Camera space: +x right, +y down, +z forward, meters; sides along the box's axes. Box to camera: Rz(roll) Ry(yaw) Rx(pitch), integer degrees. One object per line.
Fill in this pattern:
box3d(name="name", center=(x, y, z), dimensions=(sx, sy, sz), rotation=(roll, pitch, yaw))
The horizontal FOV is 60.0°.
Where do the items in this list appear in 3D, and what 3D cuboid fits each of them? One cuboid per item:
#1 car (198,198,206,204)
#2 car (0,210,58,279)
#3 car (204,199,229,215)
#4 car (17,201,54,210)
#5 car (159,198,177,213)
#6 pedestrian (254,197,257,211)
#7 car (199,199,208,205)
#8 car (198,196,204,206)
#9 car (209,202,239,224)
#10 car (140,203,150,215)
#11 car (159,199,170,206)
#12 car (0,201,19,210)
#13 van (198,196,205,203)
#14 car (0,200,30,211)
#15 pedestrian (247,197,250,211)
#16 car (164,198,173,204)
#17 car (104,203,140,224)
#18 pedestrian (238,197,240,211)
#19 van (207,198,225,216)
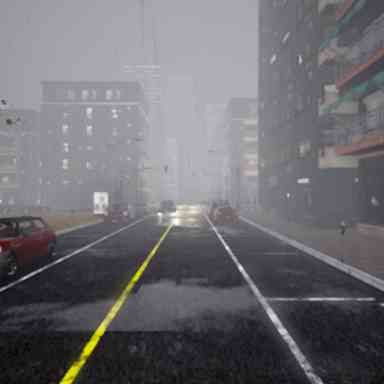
box3d(name="car", center=(2.603, 2.269, 86.669), dimensions=(1.887, 1.381, 4.507), rotation=(0, -1, 0))
box3d(name="car", center=(-5.707, 1.520, 10.063), dimensions=(1.967, 1.590, 4.097), rotation=(0, 0, 0))
box3d(name="car", center=(2.652, 1.573, 32.180), dimensions=(2.192, 1.841, 5.009), rotation=(0, 0, 0))
box3d(name="car", center=(-22.448, 2.285, 48.435), dimensions=(4.403, 1.369, 2.008), rotation=(-1, 1, 0))
box3d(name="car", center=(-3.039, 1.724, 42.393), dimensions=(2.097, 1.767, 4.553), rotation=(0, 0, 0))
box3d(name="pedestrian", center=(8.095, 1.512, 42.872), dimensions=(0.375, 1.860, 0.375), rotation=(0, 0, 0))
box3d(name="car", center=(2.613, 2.192, 75.623), dimensions=(1.947, 1.339, 4.313), rotation=(0, -1, 0))
box3d(name="car", center=(2.619, 2.160, 70.099), dimensions=(1.802, 1.307, 4.206), rotation=(0, -1, 0))
box3d(name="car", center=(2.659, 1.757, 26.651), dimensions=(1.887, 1.381, 4.507), rotation=(0, 0, 0))
box3d(name="car", center=(-5.732, 1.887, 37.699), dimensions=(1.802, 1.307, 4.206), rotation=(0, 0, 0))
box3d(name="car", center=(-5.763, 2.145, 70.103), dimensions=(1.947, 1.339, 4.313), rotation=(0, 0, 0))
box3d(name="car", center=(-28.017, 2.367, 48.388), dimensions=(4.403, 1.369, 2.008), rotation=(-1, 1, 0))
box3d(name="van", center=(2.596, 2.115, 92.194), dimensions=(1.690, 1.788, 3.998), rotation=(0, -1, 0))
box3d(name="car", center=(-30.325, 2.295, 57.007), dimensions=(4.097, 1.590, 1.967), rotation=(-1, 1, 0))
box3d(name="pedestrian", center=(7.096, 1.490, 42.271), dimensions=(0.375, 1.860, 0.375), rotation=(0, 0, 0))
box3d(name="car", center=(-5.773, 2.243, 81.150), dimensions=(1.947, 1.339, 4.313), rotation=(0, -1, 0))
box3d(name="car", center=(-5.723, 1.654, 26.645), dimensions=(1.967, 1.590, 4.097), rotation=(0, 0, 0))
box3d(name="pedestrian", center=(6.095, 1.497, 43.470), dimensions=(0.375, 1.860, 0.375), rotation=(0, 0, 0))
box3d(name="van", center=(2.647, 1.645, 37.708), dimensions=(1.690, 1.788, 3.998), rotation=(0, 0, 0))
